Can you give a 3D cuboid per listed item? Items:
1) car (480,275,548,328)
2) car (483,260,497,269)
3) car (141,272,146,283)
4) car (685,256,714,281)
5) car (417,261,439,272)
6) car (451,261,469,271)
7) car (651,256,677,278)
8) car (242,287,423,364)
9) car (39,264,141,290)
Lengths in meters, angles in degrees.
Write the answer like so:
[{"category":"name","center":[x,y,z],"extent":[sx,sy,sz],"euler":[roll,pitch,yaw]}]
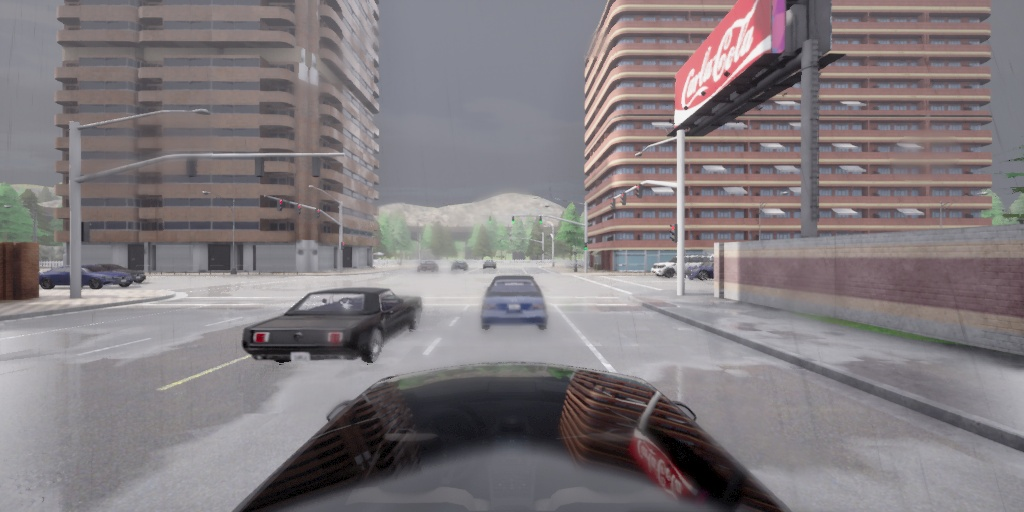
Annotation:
[{"category":"car","center":[0.065,1.300,11.275],"extent":[2.033,1.411,5.357],"euler":[0,0,0]},{"category":"car","center":[-3.503,1.330,56.733],"extent":[1.994,1.385,4.181],"euler":[0,0,0]},{"category":"car","center":[-29.147,1.283,25.692],"extent":[4.674,1.442,1.812],"euler":[0,0,-1]},{"category":"car","center":[16.706,1.110,29.698],"extent":[4.553,1.767,2.097],"euler":[0,0,0]},{"category":"car","center":[-10.645,1.327,45.551],"extent":[1.994,1.385,4.181],"euler":[0,0,1]},{"category":"car","center":[-7.132,1.328,49.370],"extent":[1.994,1.385,4.181],"euler":[0,0,1]},{"category":"car","center":[15.868,0.982,33.194],"extent":[5.566,2.045,2.150],"euler":[0,0,0]},{"category":"car","center":[-3.442,1.353,8.073],"extent":[1.895,1.301,4.718],"euler":[0,0,0]},{"category":"car","center":[-26.423,1.282,22.212],"extent":[4.674,1.442,1.812],"euler":[0,0,-1]}]
